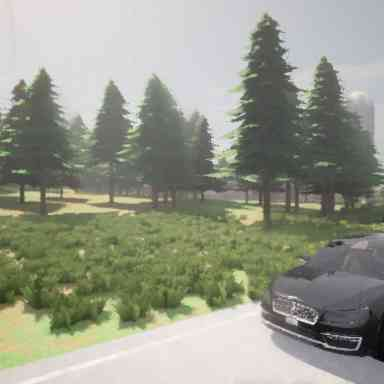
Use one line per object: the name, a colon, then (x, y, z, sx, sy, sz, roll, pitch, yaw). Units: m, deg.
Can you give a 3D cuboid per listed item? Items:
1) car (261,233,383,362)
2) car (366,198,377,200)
car: (3.347, 1.570, 6.071, 4.892, 1.490, 1.837, 1, -1, -36)
car: (37.130, 2.042, 69.376, 3.988, 1.617, 1.851, 0, -1, -37)
